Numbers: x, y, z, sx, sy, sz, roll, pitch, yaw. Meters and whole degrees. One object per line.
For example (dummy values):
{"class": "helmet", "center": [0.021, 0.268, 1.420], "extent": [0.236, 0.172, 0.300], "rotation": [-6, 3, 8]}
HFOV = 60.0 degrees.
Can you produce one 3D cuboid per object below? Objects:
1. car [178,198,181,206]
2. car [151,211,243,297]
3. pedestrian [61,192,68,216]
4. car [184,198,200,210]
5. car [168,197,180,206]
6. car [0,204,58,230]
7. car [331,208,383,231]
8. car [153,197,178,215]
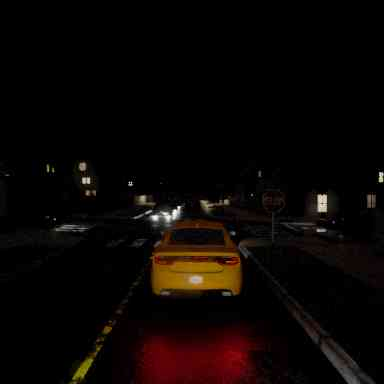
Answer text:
{"class": "car", "center": [-2.866, 1.478, 44.415], "extent": [2.128, 1.511, 4.902], "rotation": [0, 0, 0]}
{"class": "car", "center": [0.148, 1.475, 8.634], "extent": [1.882, 1.535, 5.008], "rotation": [0, 0, 2]}
{"class": "pedestrian", "center": [-9.695, 0.862, 25.144], "extent": [0.375, 1.860, 0.375], "rotation": [0, 0, 1]}
{"class": "car", "center": [0.054, 1.465, 42.611], "extent": [1.882, 1.535, 5.008], "rotation": [0, 0, 0]}
{"class": "car", "center": [-2.863, 1.505, 54.497], "extent": [1.812, 1.442, 4.674], "rotation": [0, 0, 0]}
{"class": "car", "center": [-10.131, 1.405, 19.567], "extent": [4.181, 1.385, 1.994], "rotation": [1, 1, -5]}
{"class": "car", "center": [11.660, 1.762, 21.893], "extent": [4.674, 1.442, 1.812], "rotation": [1, 1, 0]}
{"class": "car", "center": [-2.873, 1.539, 34.430], "extent": [2.033, 1.411, 5.357], "rotation": [0, 0, 0]}
